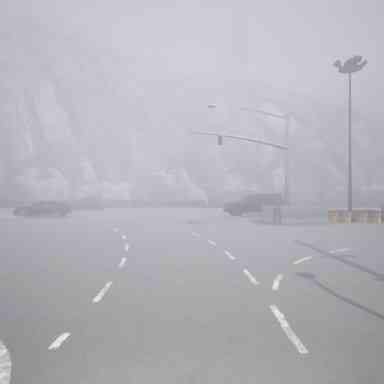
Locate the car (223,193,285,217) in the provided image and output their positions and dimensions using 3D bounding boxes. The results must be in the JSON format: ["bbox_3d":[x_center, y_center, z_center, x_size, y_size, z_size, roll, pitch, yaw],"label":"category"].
[{"bbox_3d":[5.618,1.155,30.042,5.566,2.045,2.150,0,0,-3],"label":"car"}]

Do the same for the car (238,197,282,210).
[{"bbox_3d":[8.254,1.401,40.693,4.902,1.511,2.128,0,0,-3],"label":"car"}]

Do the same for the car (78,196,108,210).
[{"bbox_3d":[-12.482,1.257,39.614,4.553,1.767,2.097,0,0,-3],"label":"car"}]

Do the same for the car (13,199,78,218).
[{"bbox_3d":[-12.968,1.433,29.074,4.892,1.490,1.837,0,0,-3],"label":"car"}]
